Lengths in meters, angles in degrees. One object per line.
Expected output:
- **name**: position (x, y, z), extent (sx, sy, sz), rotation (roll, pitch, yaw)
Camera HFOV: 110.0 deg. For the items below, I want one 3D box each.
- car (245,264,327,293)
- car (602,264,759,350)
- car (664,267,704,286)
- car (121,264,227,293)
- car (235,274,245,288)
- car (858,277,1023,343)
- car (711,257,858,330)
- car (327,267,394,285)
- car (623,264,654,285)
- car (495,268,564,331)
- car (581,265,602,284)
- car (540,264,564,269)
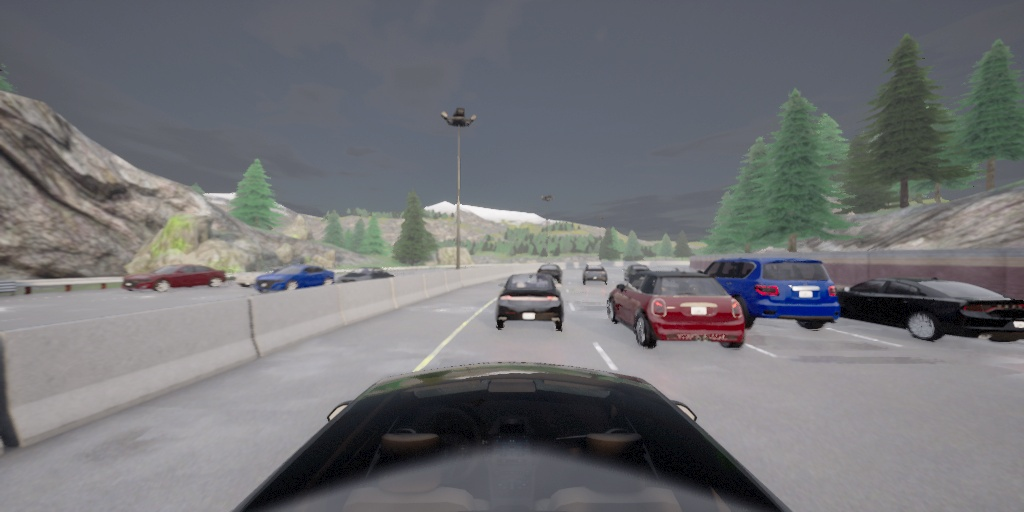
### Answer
- **car**: position (-12.625, 1.272, 21.216), extent (1.882, 1.535, 5.008), rotation (0, -1, 8)
- **car**: position (3.981, 1.164, 9.525), extent (2.097, 1.767, 4.553), rotation (0, 0, 3)
- **car**: position (13.753, 1.565, 28.934), extent (1.895, 1.301, 4.718), rotation (0, 0, 12)
- **car**: position (-19.677, 1.238, 21.176), extent (1.882, 1.535, 5.008), rotation (0, -1, 7)
- **car**: position (-15.756, 1.395, 23.994), extent (1.895, 1.301, 4.718), rotation (0, 0, 9)
- **car**: position (11.013, 1.327, 10.123), extent (1.882, 1.535, 5.008), rotation (0, 0, 4)
- **car**: position (7.610, 1.063, 11.698), extent (2.150, 2.045, 5.566), rotation (0, 0, 5)
- **car**: position (-8.957, 1.382, 22.123), extent (1.994, 1.385, 4.181), rotation (0, 0, 9)
- **car**: position (10.335, 1.456, 29.558), extent (1.837, 1.490, 4.892), rotation (0, 0, 12)
- **car**: position (0.587, 1.296, 11.311), extent (2.128, 1.511, 4.902), rotation (0, 0, 4)
- **car**: position (6.555, 1.419, 28.585), extent (2.128, 1.511, 4.902), rotation (0, 0, 11)
- **car**: position (3.133, 1.393, 29.322), extent (1.882, 1.535, 5.008), rotation (0, 0, 11)
